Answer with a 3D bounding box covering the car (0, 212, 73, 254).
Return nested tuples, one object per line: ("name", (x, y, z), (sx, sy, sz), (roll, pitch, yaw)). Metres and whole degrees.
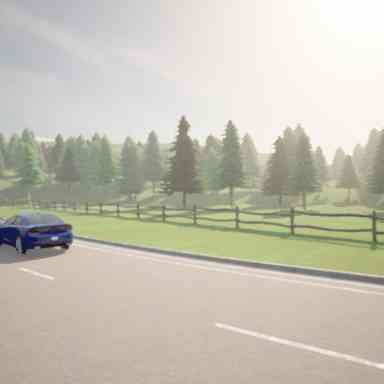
("car", (-6.922, 1.620, 14.343), (1.882, 1.535, 5.008), (0, 0, -44))
